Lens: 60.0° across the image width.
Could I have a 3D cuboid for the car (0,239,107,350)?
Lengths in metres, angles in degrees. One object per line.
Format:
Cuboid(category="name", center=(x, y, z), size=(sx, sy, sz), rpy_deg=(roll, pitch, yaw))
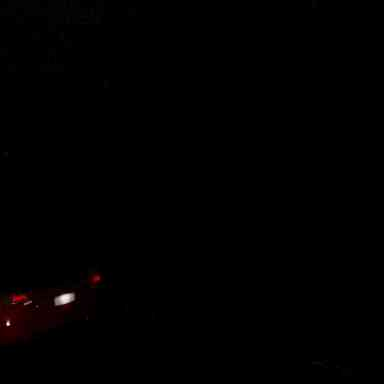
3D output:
Cuboid(category="car", center=(-3.542, 1.593, 6.204), size=(4.181, 1.385, 1.994), rpy_deg=(0, 0, 36))
